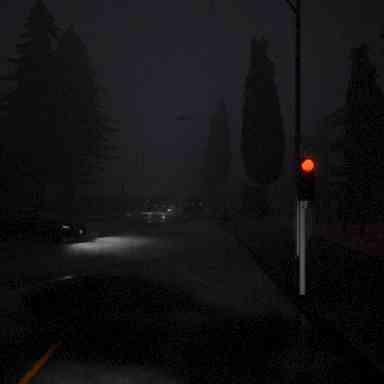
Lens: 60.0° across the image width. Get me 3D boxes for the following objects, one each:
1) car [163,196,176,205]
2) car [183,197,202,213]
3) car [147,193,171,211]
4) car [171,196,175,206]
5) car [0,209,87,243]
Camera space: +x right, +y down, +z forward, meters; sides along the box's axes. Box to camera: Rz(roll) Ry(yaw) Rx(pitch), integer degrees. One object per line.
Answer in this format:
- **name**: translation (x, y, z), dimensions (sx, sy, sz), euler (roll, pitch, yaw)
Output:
- **car**: translation (-4.086, 1.547, 61.943), dimensions (2.033, 1.411, 5.357), euler (0, 0, 0)
- **car**: translation (0.081, 1.352, 37.868), dimensions (2.097, 1.767, 4.553), euler (0, 0, 0)
- **car**: translation (-4.138, 1.221, 40.804), dimensions (2.150, 2.045, 5.566), euler (0, 0, 0)
- **car**: translation (-4.133, 1.221, 51.240), dimensions (2.150, 2.045, 5.566), euler (0, 0, 0)
- **car**: translation (-7.262, 1.525, 15.775), dimensions (4.674, 1.442, 1.812), euler (0, 0, 17)
